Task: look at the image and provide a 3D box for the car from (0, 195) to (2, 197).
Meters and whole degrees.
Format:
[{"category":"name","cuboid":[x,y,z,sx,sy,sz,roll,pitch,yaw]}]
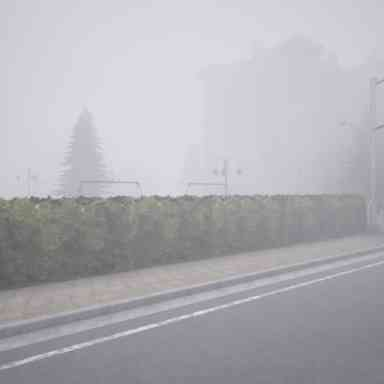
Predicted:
[{"category":"car","cuboid":[-40.256,1.374,67.276,3.633,1.501,1.845,0,0,-37]}]
